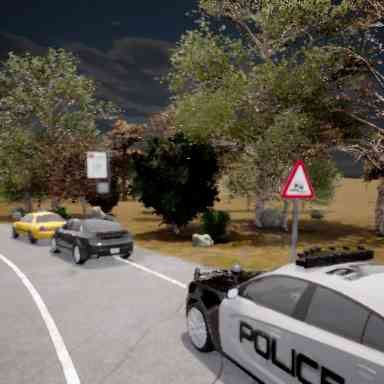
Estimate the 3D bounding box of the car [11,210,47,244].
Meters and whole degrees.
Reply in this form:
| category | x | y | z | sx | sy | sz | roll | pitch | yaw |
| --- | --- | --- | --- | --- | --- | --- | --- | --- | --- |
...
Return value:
| category | x | y | z | sx | sy | sz | roll | pitch | yaw |
| --- | --- | --- | --- | --- | --- | --- | --- | --- | --- |
| car | -8.078 | 1.725 | 17.651 | 1.801 | 1.575 | 5.366 | -1 | 0 | -42 |

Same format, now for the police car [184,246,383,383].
| category | x | y | z | sx | sy | sz | roll | pitch | yaw |
| --- | --- | --- | --- | --- | --- | --- | --- | --- | --- |
| police car | 1.570 | 1.483 | 3.946 | 1.930 | 1.638 | 5.238 | 0 | -1 | -28 |

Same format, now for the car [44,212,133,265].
| category | x | y | z | sx | sy | sz | roll | pitch | yaw |
| --- | --- | --- | --- | --- | --- | --- | --- | --- | --- |
| car | -3.950 | 1.691 | 12.681 | 1.837 | 1.490 | 4.892 | -1 | 0 | -37 |
